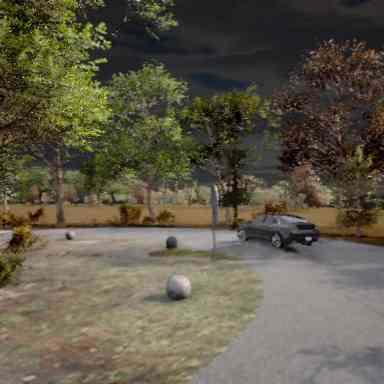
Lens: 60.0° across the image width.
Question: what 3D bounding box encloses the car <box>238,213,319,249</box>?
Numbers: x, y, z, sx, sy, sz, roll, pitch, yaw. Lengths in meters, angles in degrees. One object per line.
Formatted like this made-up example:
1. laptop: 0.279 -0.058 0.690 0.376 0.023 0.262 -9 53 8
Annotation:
1. car: 4.057 1.824 16.463 1.837 1.490 4.892 1 -2 -23
